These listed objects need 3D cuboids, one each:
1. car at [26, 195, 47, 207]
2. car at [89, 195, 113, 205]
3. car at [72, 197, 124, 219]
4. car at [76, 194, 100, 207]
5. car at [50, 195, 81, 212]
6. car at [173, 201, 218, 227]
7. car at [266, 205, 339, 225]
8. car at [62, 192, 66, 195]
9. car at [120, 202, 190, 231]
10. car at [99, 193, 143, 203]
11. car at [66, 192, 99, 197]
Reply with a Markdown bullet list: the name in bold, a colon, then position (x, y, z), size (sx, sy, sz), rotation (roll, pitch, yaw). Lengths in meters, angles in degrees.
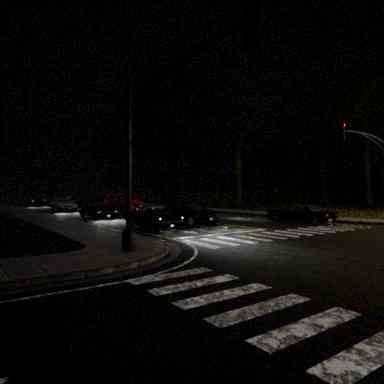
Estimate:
- **car**: position (-22.605, 1.191, 48.289), size (2.097, 1.767, 4.553), rotation (0, 0, -36)
- **car**: position (-15.006, 1.313, 54.612), size (2.128, 1.511, 4.902), rotation (0, 0, -36)
- **car**: position (-8.031, 1.454, 28.044), size (2.033, 1.411, 5.357), rotation (0, 0, -36)
- **car**: position (-15.604, 1.186, 49.812), size (2.097, 1.767, 4.553), rotation (0, 0, -35)
- **car**: position (-14.065, 1.400, 36.375), size (1.812, 1.442, 4.674), rotation (0, 0, -36)
- **car**: position (-0.220, 1.410, 22.804), size (1.882, 1.535, 5.008), rotation (0, 0, -35)
- **car**: position (7.586, 1.536, 23.272), size (1.895, 1.301, 4.718), rotation (0, 0, -40)
- **car**: position (-21.414, 1.038, 57.735), size (2.150, 2.045, 5.566), rotation (0, 0, -36)
- **car**: position (-2.372, 1.542, 20.230), size (1.895, 1.301, 4.718), rotation (0, 0, -36)
- **car**: position (-6.454, 1.116, 31.401), size (2.150, 2.045, 5.566), rotation (0, 0, -36)
- **car**: position (-13.286, 1.082, 40.847), size (2.150, 2.045, 5.566), rotation (0, 0, -36)
